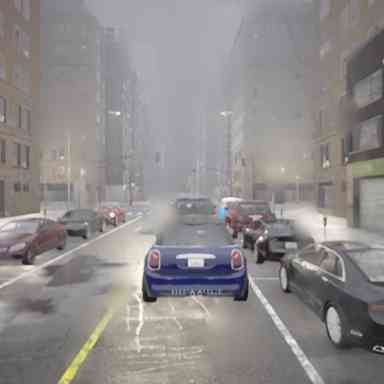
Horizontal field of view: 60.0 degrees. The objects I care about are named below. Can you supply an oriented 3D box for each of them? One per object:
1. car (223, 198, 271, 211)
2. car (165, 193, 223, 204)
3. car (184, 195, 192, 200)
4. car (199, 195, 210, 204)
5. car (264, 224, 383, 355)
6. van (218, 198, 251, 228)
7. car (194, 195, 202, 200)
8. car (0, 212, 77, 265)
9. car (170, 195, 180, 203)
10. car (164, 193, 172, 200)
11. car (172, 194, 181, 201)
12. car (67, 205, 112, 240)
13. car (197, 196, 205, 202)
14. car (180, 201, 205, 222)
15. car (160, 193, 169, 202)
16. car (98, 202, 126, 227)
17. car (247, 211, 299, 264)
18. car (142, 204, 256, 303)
[{"bbox_3d":[2.812,1.307,17.084,2.192,1.841,5.009,0,0,0],"label":"car"},{"bbox_3d":[0.054,1.214,16.198,2.150,2.045,5.566,0,0,0],"label":"car"},{"bbox_3d":[-1.109,1.573,91.731,1.994,1.385,4.181,0,0,-1],"label":"car"},{"bbox_3d":[2.379,1.437,66.497,1.967,1.590,4.097,0,0,-1],"label":"car"},{"bbox_3d":[2.845,1.548,6.037,2.008,1.369,4.403,0,0,0],"label":"car"},{"bbox_3d":[2.796,1.331,22.608,1.690,1.788,3.998,0,0,0],"label":"van"},{"bbox_3d":[1.672,1.576,94.759,1.887,1.381,4.507,0,0,-1],"label":"car"},{"bbox_3d":[-5.697,1.577,11.527,1.802,1.307,4.206,0,0,0],"label":"car"},{"bbox_3d":[-3.618,1.525,71.955,2.128,1.511,4.902,0,0,-1],"label":"car"},{"bbox_3d":[-6.851,1.346,94.559,2.192,1.841,5.009,0,0,-1],"label":"car"},{"bbox_3d":[-4.001,1.366,87.353,2.097,1.767,4.553,0,0,-1],"label":"car"},{"bbox_3d":[-5.714,1.558,17.052,1.947,1.339,4.313,0,0,0],"label":"car"},{"bbox_3d":[2.097,1.585,77.803,1.802,1.307,4.206,0,0,-1],"label":"car"},{"bbox_3d":[0.020,1.514,26.764,1.812,1.442,4.674,0,0,-1],"label":"car"},{"bbox_3d":[-6.426,1.443,77.599,1.967,1.590,4.097,0,0,-1],"label":"car"},{"bbox_3d":[-5.730,1.430,22.577,1.967,1.590,4.097,0,0,0],"label":"car"},{"bbox_3d":[2.829,1.561,11.561,1.947,1.339,4.313,0,0,0],"label":"car"},{"bbox_3d":[0.034,1.348,8.361,2.097,1.767,4.553,0,0,-1],"label":"car"}]
